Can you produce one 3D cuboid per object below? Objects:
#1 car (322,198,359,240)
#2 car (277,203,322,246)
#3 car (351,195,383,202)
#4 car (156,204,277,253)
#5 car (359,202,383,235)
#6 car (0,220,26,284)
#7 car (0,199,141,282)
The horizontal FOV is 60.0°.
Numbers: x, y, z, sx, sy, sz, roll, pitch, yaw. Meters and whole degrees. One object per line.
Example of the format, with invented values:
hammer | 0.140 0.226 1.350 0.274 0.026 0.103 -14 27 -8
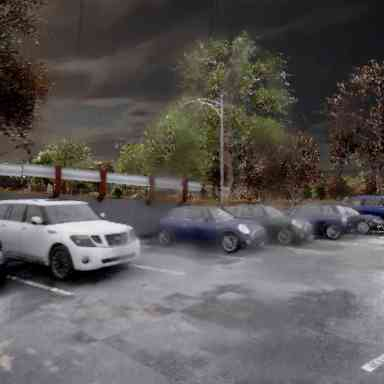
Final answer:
car | 5.742 1.353 17.075 4.553 1.767 2.185 -1 0 34
car | 3.233 1.355 15.360 4.553 1.767 2.185 -1 -1 34
car | 10.611 1.224 20.612 5.566 2.045 2.435 -1 0 35
car | 0.772 1.357 13.598 4.553 1.767 2.185 -1 -1 35
car | 8.176 1.478 18.853 4.892 1.521 2.231 -1 -1 34
car | -6.558 1.517 8.302 4.792 1.488 2.163 -1 -1 35
car | -4.100 1.234 10.063 5.566 2.045 2.435 -1 -1 34
